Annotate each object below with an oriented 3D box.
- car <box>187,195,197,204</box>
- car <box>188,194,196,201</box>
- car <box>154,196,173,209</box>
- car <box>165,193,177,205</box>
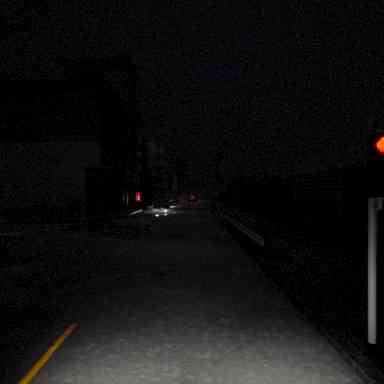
[{"bbox_3d":[0.051,1.491,66.268,2.128,1.511,4.902,0,0,0],"label":"car"},{"bbox_3d":[0.057,1.310,76.688,1.882,1.535,5.008,0,0,0],"label":"car"},{"bbox_3d":[-4.058,1.564,45.686,1.994,1.385,4.181,0,0,0],"label":"car"},{"bbox_3d":[-4.042,1.352,55.416,2.097,1.767,4.553,0,0,0],"label":"car"}]
